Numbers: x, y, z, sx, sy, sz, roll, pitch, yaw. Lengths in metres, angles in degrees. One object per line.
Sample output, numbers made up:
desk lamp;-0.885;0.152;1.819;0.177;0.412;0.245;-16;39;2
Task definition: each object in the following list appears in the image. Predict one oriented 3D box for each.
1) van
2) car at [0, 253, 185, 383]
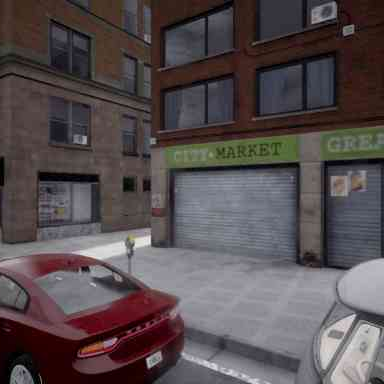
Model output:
van;2.417;1.341;1.352;3.998;1.788;1.690;0;0;35
car;-2.192;1.544;4.639;4.507;1.381;1.887;0;0;35
